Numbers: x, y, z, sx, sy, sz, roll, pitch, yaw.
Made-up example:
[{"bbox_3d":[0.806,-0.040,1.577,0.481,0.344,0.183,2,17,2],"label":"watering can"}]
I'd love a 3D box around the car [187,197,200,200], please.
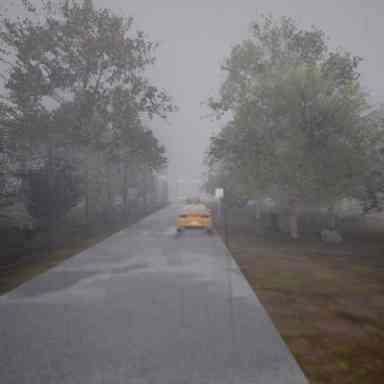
[{"bbox_3d":[0.167,1.341,40.453,2.097,1.767,4.553,0,0,0],"label":"car"}]

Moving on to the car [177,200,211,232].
[{"bbox_3d":[0.128,1.472,19.975,1.882,1.535,5.008,0,0,0],"label":"car"}]

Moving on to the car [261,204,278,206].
[{"bbox_3d":[19.969,4.394,82.432,2.435,2.045,5.566,0,1,-18],"label":"car"}]
